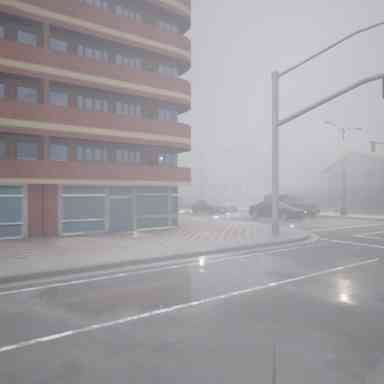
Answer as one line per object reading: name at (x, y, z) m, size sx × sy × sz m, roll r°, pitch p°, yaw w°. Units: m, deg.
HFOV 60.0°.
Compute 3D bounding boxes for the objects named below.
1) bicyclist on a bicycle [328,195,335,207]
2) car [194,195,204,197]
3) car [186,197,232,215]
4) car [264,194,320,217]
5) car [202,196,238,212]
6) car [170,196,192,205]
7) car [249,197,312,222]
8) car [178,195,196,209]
bicyclist on a bicycle at (19.295, 1.301, 45.856) m, size 1.656 × 1.620 × 0.582 m, roll 0°, pitch 0°, yaw -35°
car at (0.728, 1.352, 62.452) m, size 2.097 × 1.767 × 4.553 m, roll 0°, pitch 0°, yaw -35°
car at (1.685, 1.526, 34.449) m, size 1.812 × 1.442 × 4.674 m, roll 0°, pitch 0°, yaw -35°
car at (8.795, 1.221, 30.302) m, size 2.150 × 2.045 × 5.566 m, roll 0°, pitch 0°, yaw -34°
car at (3.256, 1.526, 38.348) m, size 1.812 × 1.442 × 4.674 m, roll 0°, pitch 0°, yaw -35°
car at (-2.124, 1.526, 60.506) m, size 1.812 × 1.442 × 4.674 m, roll 0°, pitch 0°, yaw -34°
car at (6.808, 1.478, 26.973) m, size 1.882 × 1.535 × 5.008 m, roll 0°, pitch 0°, yaw -34°
car at (-1.989, 1.505, 45.952) m, size 1.837 × 1.490 × 4.892 m, roll 0°, pitch 0°, yaw -34°
